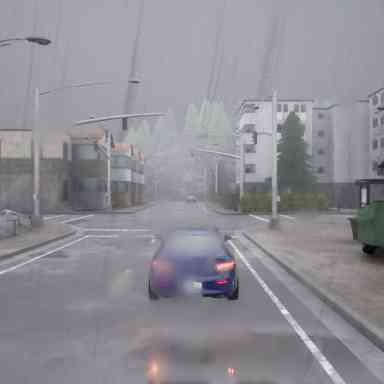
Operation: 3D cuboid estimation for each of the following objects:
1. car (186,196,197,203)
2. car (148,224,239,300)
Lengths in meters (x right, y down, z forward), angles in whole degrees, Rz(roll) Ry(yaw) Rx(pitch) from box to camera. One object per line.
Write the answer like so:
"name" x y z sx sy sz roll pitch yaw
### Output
"car" -0.141 1.526 66.890 1.812 1.442 4.674 0 0 0
"car" 0.040 1.526 8.248 1.812 1.442 4.674 0 0 0
